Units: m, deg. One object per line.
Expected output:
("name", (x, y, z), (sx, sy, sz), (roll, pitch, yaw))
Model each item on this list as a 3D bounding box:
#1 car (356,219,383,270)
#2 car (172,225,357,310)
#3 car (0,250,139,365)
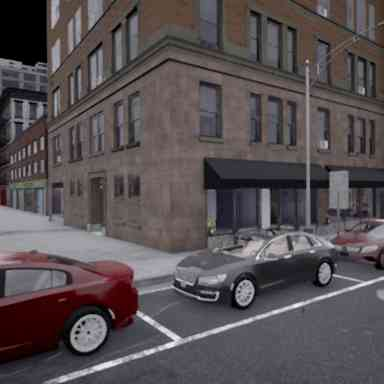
("car", (6.149, 1.581, 10.939), (4.206, 1.307, 1.802), (0, -1, -36))
("car", (1.606, 1.549, 7.693), (4.403, 1.369, 2.008), (0, -1, -36))
("car", (-2.936, 1.544, 4.447), (4.507, 1.381, 1.887), (0, -1, -36))
